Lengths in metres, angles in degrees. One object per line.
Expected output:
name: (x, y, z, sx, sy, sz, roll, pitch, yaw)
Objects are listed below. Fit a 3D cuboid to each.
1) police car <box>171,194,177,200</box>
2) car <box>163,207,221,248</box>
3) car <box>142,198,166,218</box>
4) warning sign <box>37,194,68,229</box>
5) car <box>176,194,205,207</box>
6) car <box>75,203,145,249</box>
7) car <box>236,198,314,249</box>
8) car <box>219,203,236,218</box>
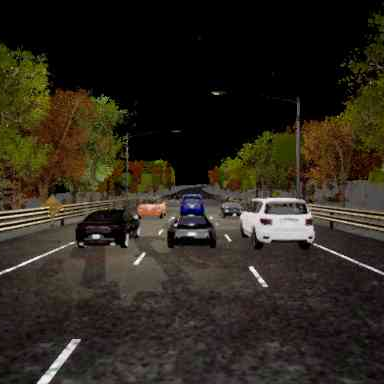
police car: (-4.549, 1.381, 89.307, 1.930, 1.638, 5.238, 0, 0, 0)
car: (0.001, 1.565, 14.617, 1.994, 1.385, 4.181, 0, 0, 0)
car: (-3.500, 1.352, 29.591, 2.097, 1.767, 4.553, 0, 0, 0)
warning sign: (-8.025, 1.105, 19.143, 1.300, 1.860, 1.060, 2, 2, 0)
car: (0.000, 1.243, 29.650, 2.150, 2.045, 5.566, 0, 0, 0)
car: (-3.499, 1.478, 14.617, 1.882, 1.535, 5.008, 0, 0, 0)
car: (3.501, 1.251, 14.644, 2.150, 2.045, 5.566, 0, 0, 0)
car: (3.500, 1.602, 29.652, 1.895, 1.301, 4.718, 0, 0, 0)
